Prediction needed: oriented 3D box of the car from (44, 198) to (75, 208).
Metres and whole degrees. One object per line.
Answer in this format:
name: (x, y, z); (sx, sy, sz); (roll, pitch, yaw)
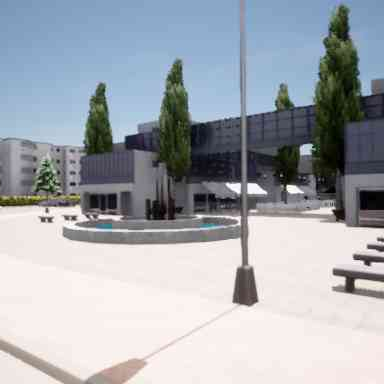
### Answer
car: (-23.608, 2.094, 60.243); (1.837, 1.490, 4.892); (-1, -1, 31)

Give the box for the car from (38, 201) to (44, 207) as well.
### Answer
car: (-26.525, 1.983, 62.397); (2.097, 1.767, 4.553); (-1, 0, 31)
